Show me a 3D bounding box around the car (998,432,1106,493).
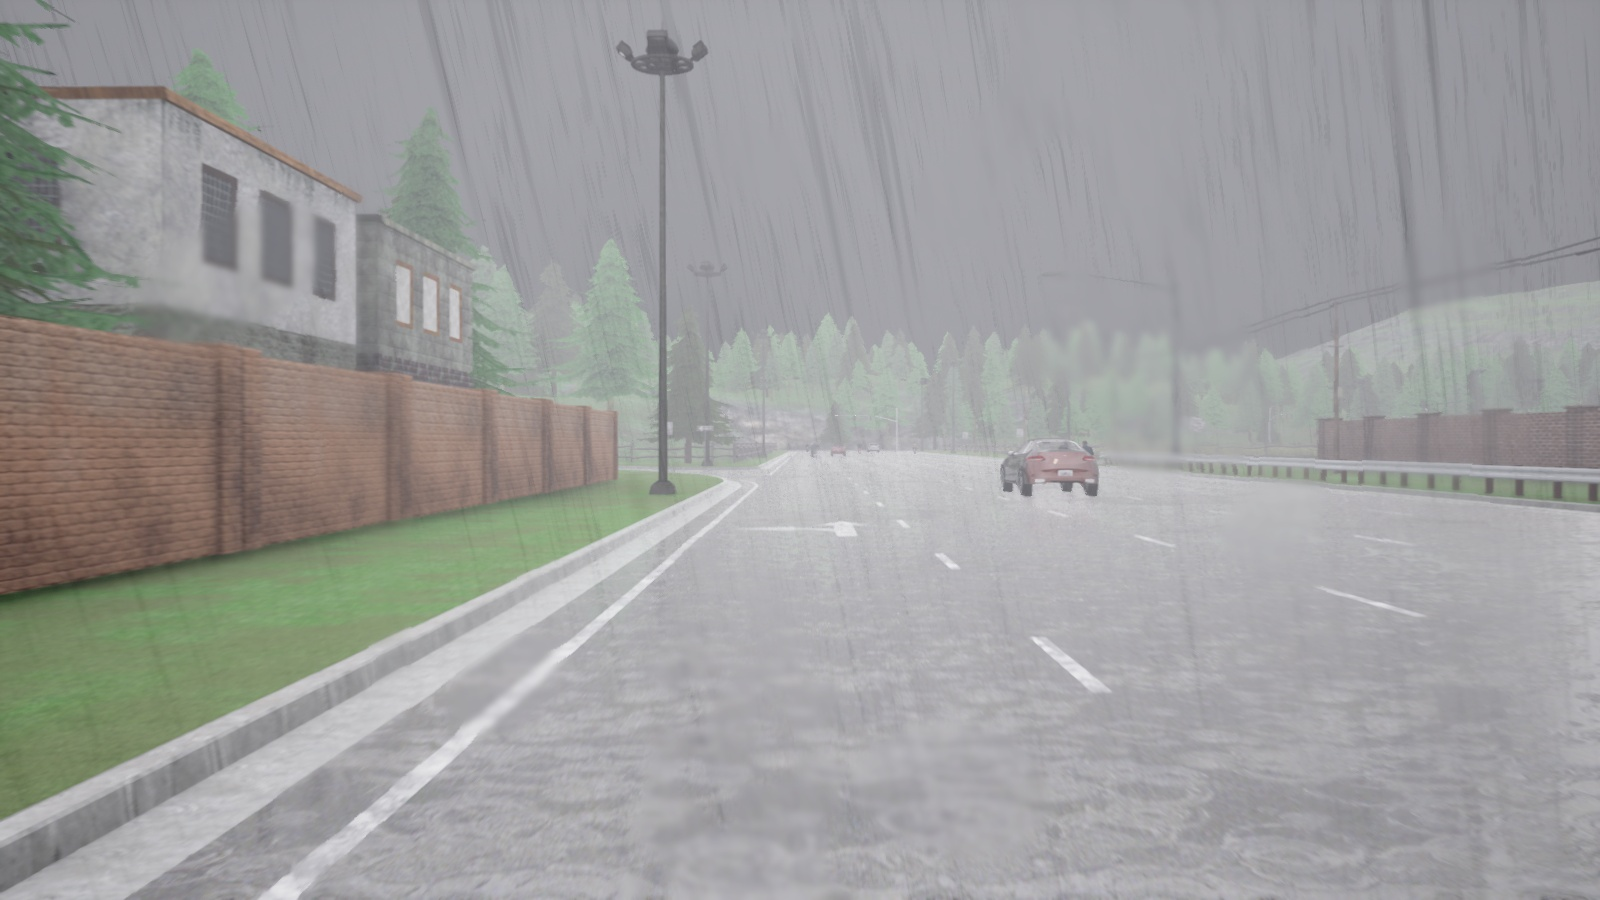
[{"bbox_3d":[7.223,0.326,36.513,2.152,1.651,5.027,0,0,0],"label":"car"}]
